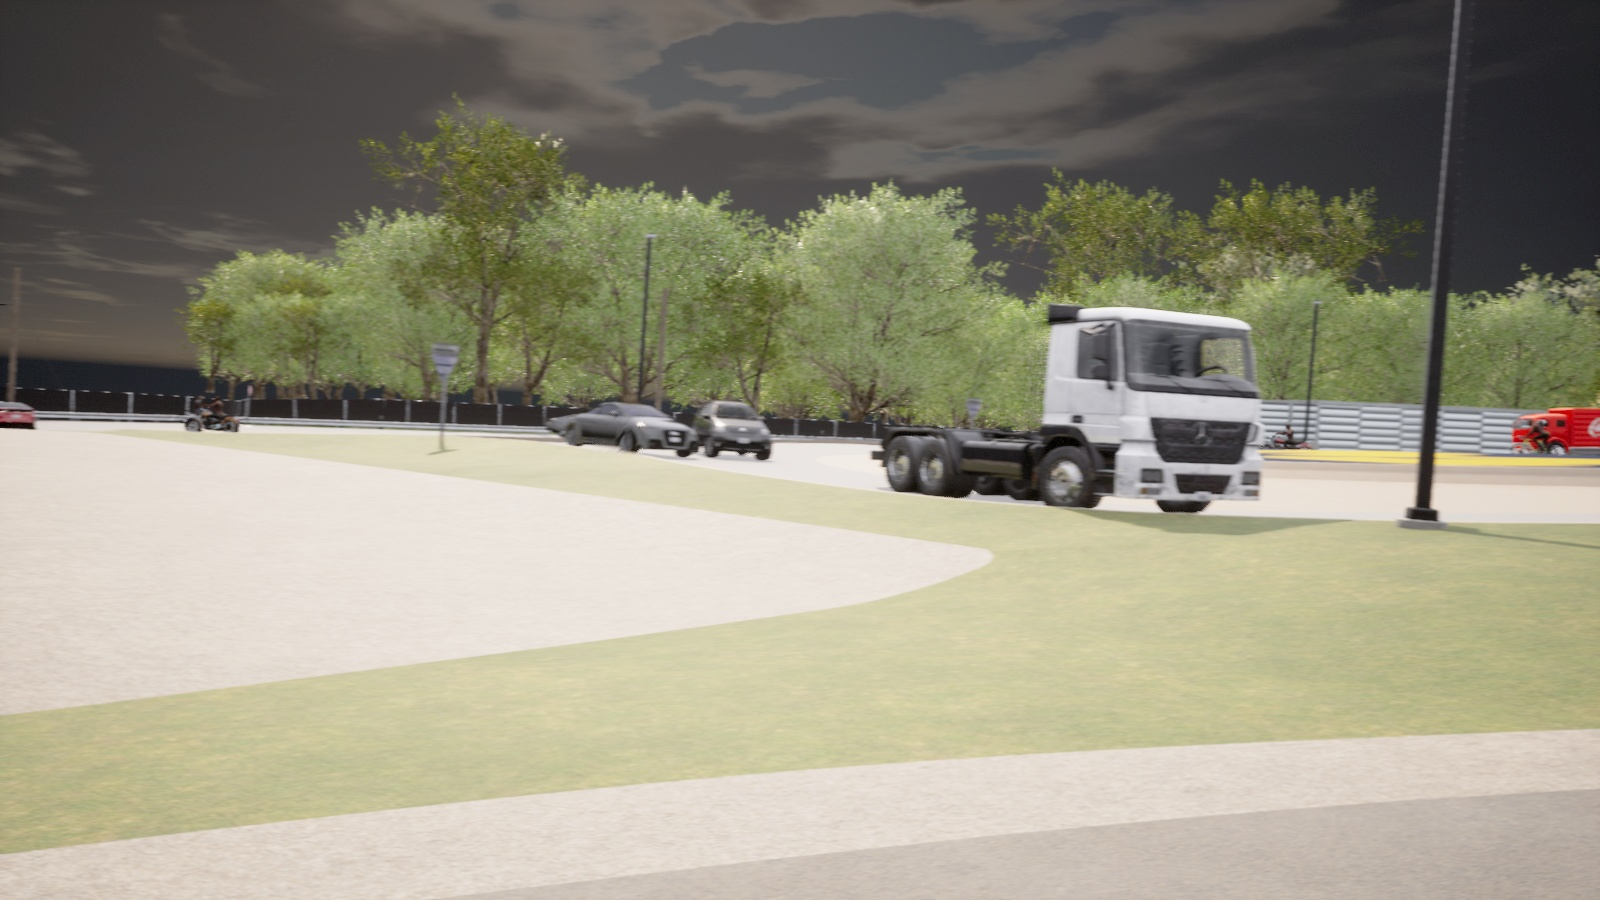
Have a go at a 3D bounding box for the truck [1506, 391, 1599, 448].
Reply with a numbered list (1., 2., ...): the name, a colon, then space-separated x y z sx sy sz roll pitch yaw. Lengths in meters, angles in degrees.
1. truck: 34.863 -1.366 56.025 5.204 2.467 2.627 -1 1 4

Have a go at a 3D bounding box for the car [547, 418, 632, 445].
1. car: -12.821 -1.145 76.518 4.902 1.511 2.128 0 2 -16

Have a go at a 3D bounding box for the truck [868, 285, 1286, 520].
1. truck: 4.536 -0.797 22.730 2.891 3.462 7.936 1 1 -27

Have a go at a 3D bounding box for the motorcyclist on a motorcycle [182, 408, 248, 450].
1. motorcyclist on a motorcycle: -23.462 -0.845 50.342 2.350 1.649 0.766 -1 0 9

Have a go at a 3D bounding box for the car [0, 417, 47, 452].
1. car: -36.604 -0.689 57.927 4.514 1.525 2.007 0 0 43

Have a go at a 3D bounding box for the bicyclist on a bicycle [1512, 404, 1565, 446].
1. bicyclist on a bicycle: 29.077 -0.975 49.453 0.582 1.620 1.656 1 -1 -43

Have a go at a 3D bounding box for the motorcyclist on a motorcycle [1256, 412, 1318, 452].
1. motorcyclist on a motorcycle: 21.054 -0.786 54.352 2.350 1.649 0.766 0 -4 3

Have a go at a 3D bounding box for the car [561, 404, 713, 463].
1. car: -4.501 -0.473 34.197 1.994 1.385 4.181 1 2 -43

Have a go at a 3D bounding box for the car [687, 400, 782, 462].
1. car: -1.949 -0.588 36.328 1.851 1.617 3.988 2 2 -16
